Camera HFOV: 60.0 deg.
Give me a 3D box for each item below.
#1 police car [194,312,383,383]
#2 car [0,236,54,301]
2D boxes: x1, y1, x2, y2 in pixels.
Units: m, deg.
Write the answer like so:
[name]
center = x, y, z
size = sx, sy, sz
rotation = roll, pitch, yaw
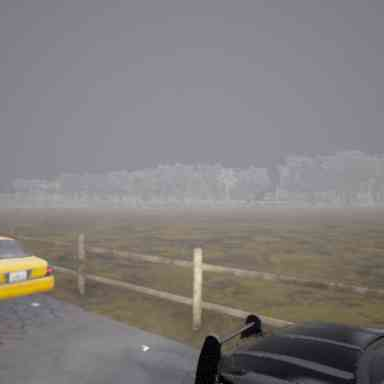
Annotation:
[police car]
center = 2.333, 1.546, 2.075
size = 5.238, 1.638, 1.930
rotation = -1, -3, 39
[car]
center = -5.533, 1.724, 8.377
size = 5.366, 1.575, 1.801
rotation = -1, -3, 39
